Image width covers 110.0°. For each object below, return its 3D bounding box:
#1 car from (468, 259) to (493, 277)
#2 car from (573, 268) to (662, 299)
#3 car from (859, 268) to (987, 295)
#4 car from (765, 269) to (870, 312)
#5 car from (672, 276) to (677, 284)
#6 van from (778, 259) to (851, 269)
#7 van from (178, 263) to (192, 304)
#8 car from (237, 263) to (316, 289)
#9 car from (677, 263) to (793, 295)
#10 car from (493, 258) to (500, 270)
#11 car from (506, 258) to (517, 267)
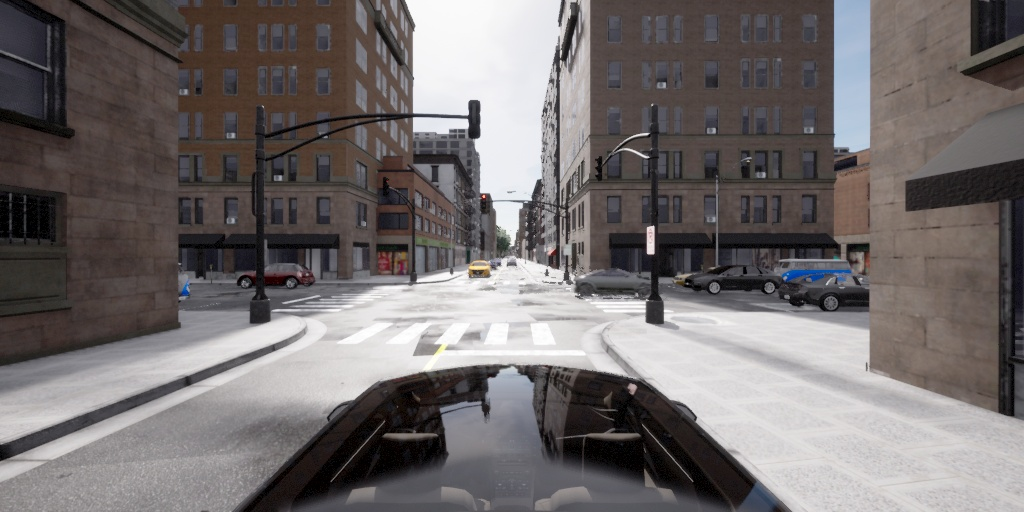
[{"bbox_3d":[-3.124,1.217,34.778,1.882,1.535,5.008,0,0,-1],"label":"car"},{"bbox_3d":[5.112,1.309,17.680,4.181,1.385,1.994,0,0,13],"label":"car"},{"bbox_3d":[21.949,1.345,19.306,4.718,1.301,1.895,0,0,1],"label":"car"},{"bbox_3d":[12.513,1.305,13.441,4.403,1.370,2.007,0,0,1],"label":"car"},{"bbox_3d":[12.408,1.263,21.968,4.829,1.417,1.751,0,0,1],"label":"car"},{"bbox_3d":[18.247,1.080,21.911,3.998,1.789,1.690,0,0,1],"label":"van"},{"bbox_3d":[-14.682,1.089,13.704,3.998,1.789,1.690,0,0,1],"label":"van"},{"bbox_3d":[-14.617,1.172,22.230,4.097,1.591,1.967,0,0,1],"label":"car"},{"bbox_3d":[11.916,1.248,19.416,4.892,1.490,1.837,0,0,-1],"label":"car"},{"bbox_3d":[-3.134,1.327,50.554,1.895,1.301,4.718,0,0,0],"label":"car"},{"bbox_3d":[-0.044,1.259,63.714,2.033,1.411,5.357,0,0,0],"label":"car"}]
